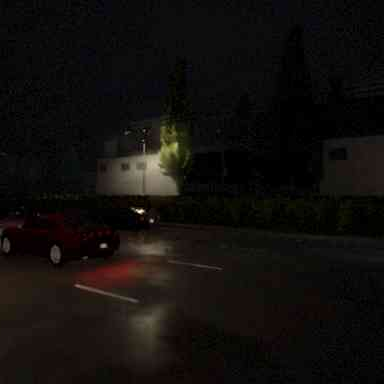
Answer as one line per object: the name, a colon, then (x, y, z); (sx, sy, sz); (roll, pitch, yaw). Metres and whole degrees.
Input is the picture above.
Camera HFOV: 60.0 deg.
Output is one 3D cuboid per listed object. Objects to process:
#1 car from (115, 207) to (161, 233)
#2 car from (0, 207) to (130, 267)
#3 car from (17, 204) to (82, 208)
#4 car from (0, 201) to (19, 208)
car: (-3.858, 1.566, 19.606); (4.181, 1.385, 1.994); (0, 0, 36)
car: (-4.689, 1.480, 11.563); (5.008, 1.535, 1.882); (0, 0, 36)
car: (-6.771, 1.481, 17.388); (5.008, 1.535, 1.882); (-1, 0, 36)
car: (-16.071, 1.497, 28.311); (4.902, 1.511, 2.128); (0, 0, 36)
